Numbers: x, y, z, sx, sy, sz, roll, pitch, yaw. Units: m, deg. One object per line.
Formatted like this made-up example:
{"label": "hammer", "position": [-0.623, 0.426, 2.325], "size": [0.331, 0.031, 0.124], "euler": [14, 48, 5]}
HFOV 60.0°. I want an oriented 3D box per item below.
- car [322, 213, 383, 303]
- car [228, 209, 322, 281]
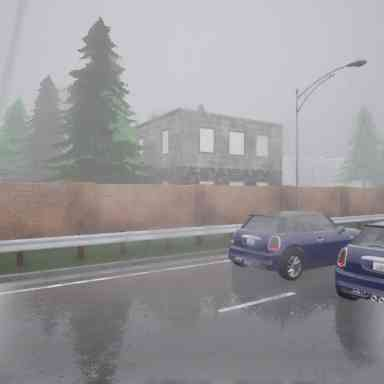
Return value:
{"label": "car", "position": [5.139, 1.352, 7.057], "size": [4.553, 1.767, 2.097], "euler": [0, 0, -33]}
{"label": "car", "position": [3.357, 1.352, 10.073], "size": [4.553, 1.767, 2.097], "euler": [0, 0, -33]}
